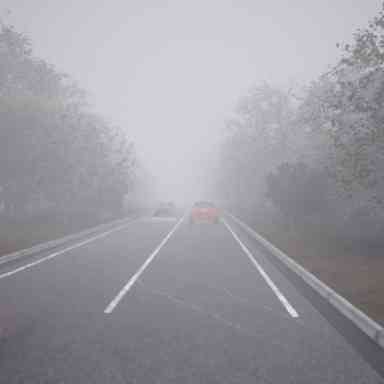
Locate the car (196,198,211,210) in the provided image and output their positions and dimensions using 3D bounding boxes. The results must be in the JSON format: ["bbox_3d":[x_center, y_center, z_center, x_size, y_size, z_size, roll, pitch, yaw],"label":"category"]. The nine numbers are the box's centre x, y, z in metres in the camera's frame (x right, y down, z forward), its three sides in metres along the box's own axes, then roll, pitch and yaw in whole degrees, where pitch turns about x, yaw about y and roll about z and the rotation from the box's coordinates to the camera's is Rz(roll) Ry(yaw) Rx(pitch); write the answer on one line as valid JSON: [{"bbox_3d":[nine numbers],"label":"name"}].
[{"bbox_3d":[1.679,1.670,48.117,2.128,1.511,4.902,1,0,2],"label":"car"}]

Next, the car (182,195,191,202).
[{"bbox_3d":[-1.077,1.364,72.942,2.097,1.767,4.553,1,0,2],"label":"car"}]

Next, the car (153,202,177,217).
[{"bbox_3d":[-2.491,1.636,32.372,2.033,1.411,5.357,1,0,2],"label":"car"}]

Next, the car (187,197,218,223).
[{"bbox_3d":[0.949,1.453,26.454,2.097,1.767,4.553,1,0,2],"label":"car"}]
